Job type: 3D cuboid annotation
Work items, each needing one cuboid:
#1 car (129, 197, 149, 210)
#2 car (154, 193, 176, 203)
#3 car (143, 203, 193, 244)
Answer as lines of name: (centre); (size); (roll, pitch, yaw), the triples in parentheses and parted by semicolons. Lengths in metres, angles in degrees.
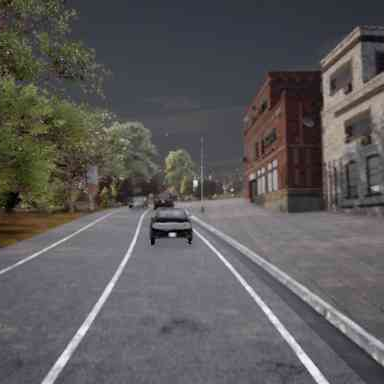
car: (-6.527, 1.360, 41.159); (2.128, 1.511, 4.902); (0, 0, 2)
car: (-3.182, 1.089, 39.194); (2.150, 2.045, 5.566); (0, 1, -1)
car: (-1.030, 1.490, 15.758); (2.128, 1.511, 4.902); (0, 0, -6)
